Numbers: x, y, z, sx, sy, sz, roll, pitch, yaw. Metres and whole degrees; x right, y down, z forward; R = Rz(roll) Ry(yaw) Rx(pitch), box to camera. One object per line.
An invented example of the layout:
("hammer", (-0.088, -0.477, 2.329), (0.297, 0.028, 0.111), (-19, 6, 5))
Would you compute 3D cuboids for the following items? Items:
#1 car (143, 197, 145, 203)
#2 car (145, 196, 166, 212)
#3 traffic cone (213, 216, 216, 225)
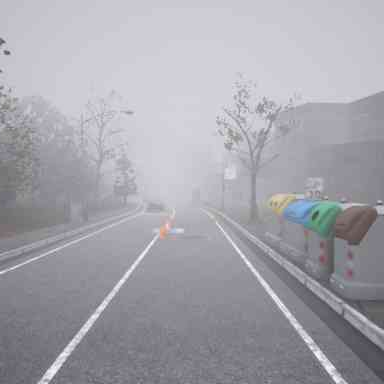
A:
("car", (-8.511, 1.473, 65.436), (1.837, 1.490, 4.892), (-1, 0, -15))
("car", (-3.973, 1.419, 37.666), (1.882, 1.535, 5.008), (0, 0, -4))
("traffic cone", (1.495, 1.913, 22.085), (0.340, 0.580, 0.340), (0, 0, 6))
